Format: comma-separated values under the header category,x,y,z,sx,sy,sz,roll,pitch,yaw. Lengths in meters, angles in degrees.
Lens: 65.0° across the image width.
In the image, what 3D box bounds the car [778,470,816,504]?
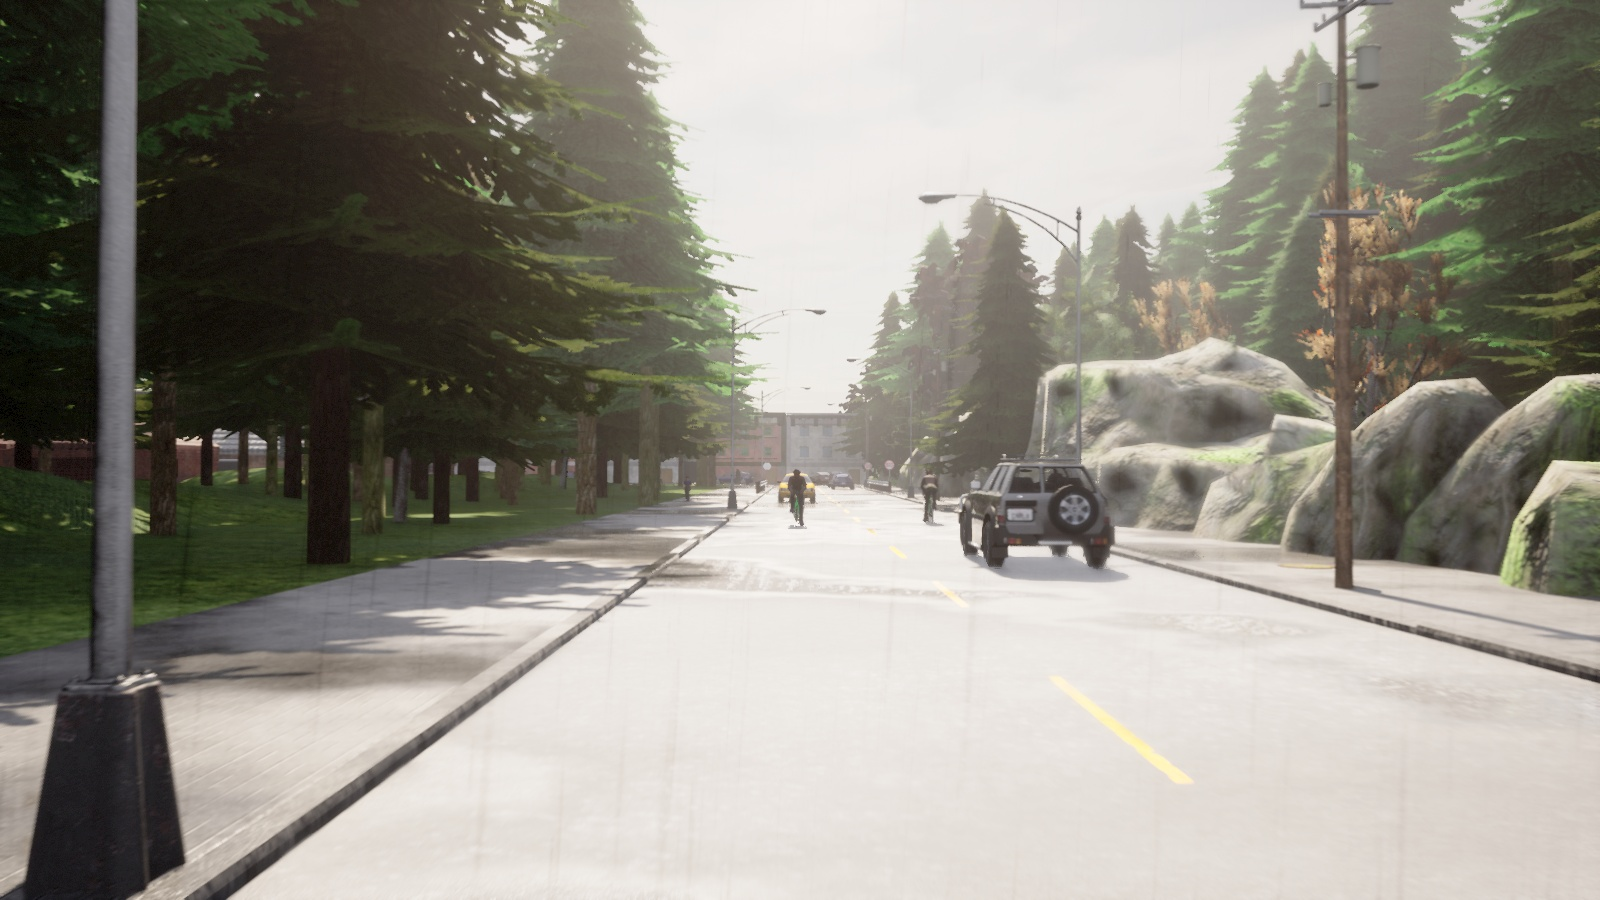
category,x,y,z,sx,sy,sz,roll,pitch,yaw
car,-0.134,1.793,62.072,1.801,1.575,5.366,0,-1,0

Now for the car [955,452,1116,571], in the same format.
category,x,y,z,sx,sy,sz,roll,pitch,yaw
car,3.955,0.983,21.880,1.932,1.855,4.605,0,-1,0
